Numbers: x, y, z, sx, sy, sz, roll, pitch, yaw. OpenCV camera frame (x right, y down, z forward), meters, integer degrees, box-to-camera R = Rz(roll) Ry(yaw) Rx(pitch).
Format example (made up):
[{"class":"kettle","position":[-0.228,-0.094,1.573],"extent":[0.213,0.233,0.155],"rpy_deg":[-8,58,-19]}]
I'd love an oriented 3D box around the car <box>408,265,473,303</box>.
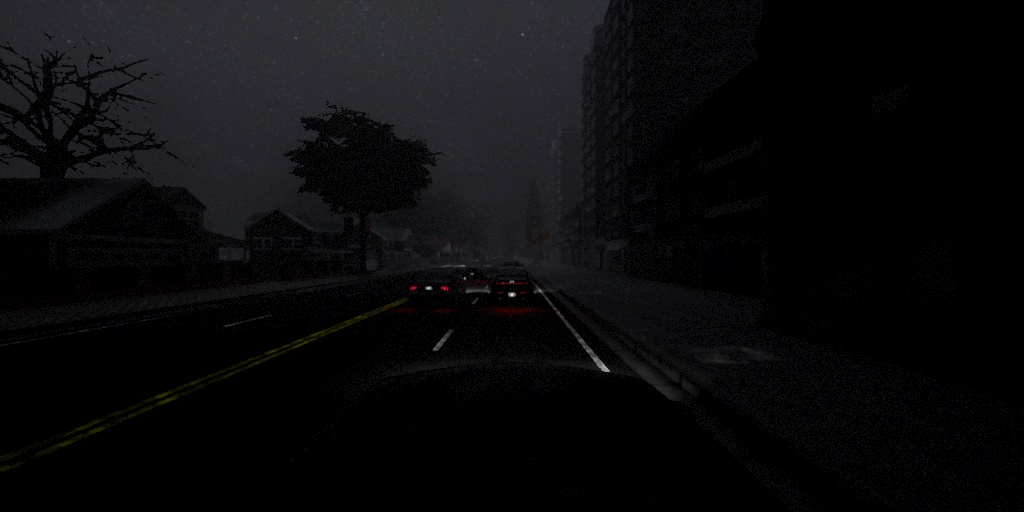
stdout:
[{"class":"car","position":[-3.250,1.312,16.500],"extent":[2.033,1.411,5.357],"rpy_deg":[0,0,0]}]

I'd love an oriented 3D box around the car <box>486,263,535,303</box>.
[{"class":"car","position":[0.000,1.265,16.500],"extent":[1.837,1.490,4.892],"rpy_deg":[0,0,0]}]

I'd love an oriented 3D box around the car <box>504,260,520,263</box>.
[{"class":"car","position":[0.000,1.115,31.470],"extent":[2.097,1.767,4.553],"rpy_deg":[0,0,0]}]

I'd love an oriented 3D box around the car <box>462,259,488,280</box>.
[{"class":"car","position":[-3.250,1.282,31.500],"extent":[1.812,1.442,4.674],"rpy_deg":[0,0,0]}]
